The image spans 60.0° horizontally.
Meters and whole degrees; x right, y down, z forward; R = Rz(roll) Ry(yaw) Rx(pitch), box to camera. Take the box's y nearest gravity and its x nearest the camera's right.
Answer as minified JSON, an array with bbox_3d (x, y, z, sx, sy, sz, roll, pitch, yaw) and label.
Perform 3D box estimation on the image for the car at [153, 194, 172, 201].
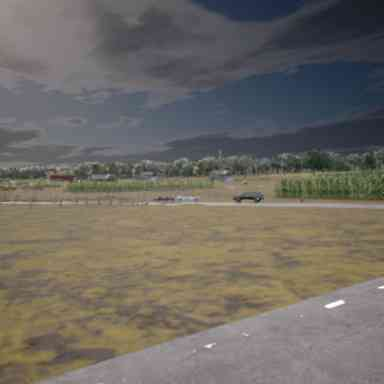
[{"bbox_3d":[-4.988,1.171,61.159,4.674,1.442,1.812,0,2,8],"label":"car"}]

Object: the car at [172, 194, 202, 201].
[{"bbox_3d":[-0.577,1.039,57.548,4.674,1.442,1.812,0,2,13],"label":"car"}]

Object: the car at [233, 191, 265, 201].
[{"bbox_3d":[9.734,0.812,57.034,5.566,2.045,2.150,0,2,23],"label":"car"}]
